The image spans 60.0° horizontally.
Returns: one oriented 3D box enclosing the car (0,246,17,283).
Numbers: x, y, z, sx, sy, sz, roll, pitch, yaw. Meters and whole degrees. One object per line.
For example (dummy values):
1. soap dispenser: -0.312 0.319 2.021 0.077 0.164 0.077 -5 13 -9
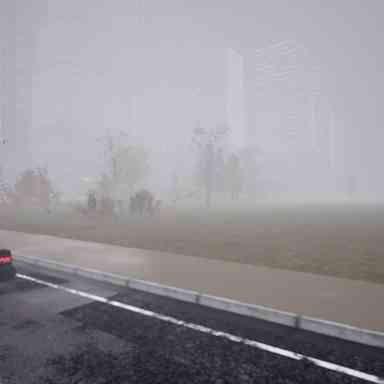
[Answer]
1. car: -6.399 1.512 8.172 5.357 1.411 2.033 0 0 36
